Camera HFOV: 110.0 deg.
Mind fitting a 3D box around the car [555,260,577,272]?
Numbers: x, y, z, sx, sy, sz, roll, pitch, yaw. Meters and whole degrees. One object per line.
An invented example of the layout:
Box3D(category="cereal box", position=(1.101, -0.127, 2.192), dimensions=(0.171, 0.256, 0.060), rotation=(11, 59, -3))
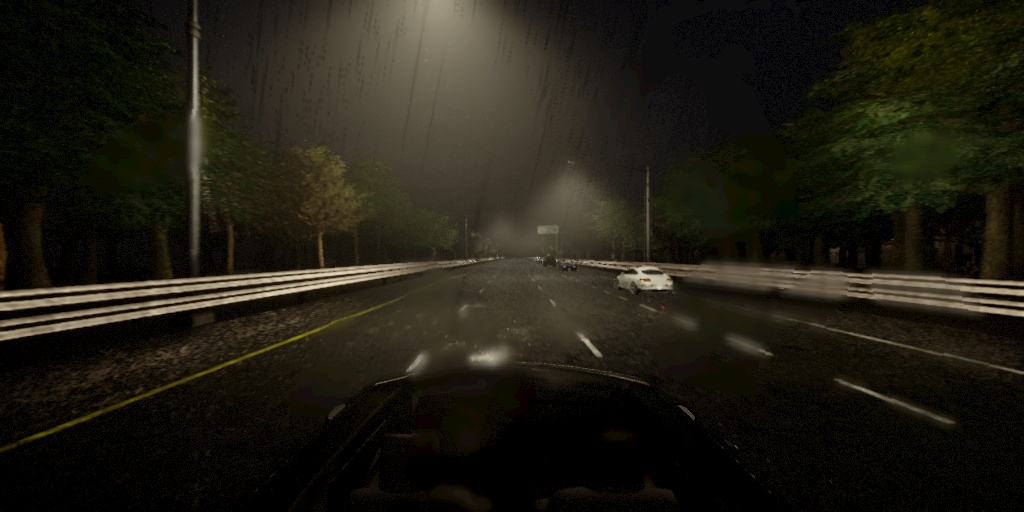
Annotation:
Box3D(category="car", position=(7.075, 1.379, 46.387), dimensions=(1.895, 1.301, 4.718), rotation=(0, 0, 0))

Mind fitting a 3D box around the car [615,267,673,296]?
Box3D(category="car", position=(7.003, 1.284, 19.309), dimensions=(1.812, 1.442, 4.674), rotation=(0, 0, 0))
